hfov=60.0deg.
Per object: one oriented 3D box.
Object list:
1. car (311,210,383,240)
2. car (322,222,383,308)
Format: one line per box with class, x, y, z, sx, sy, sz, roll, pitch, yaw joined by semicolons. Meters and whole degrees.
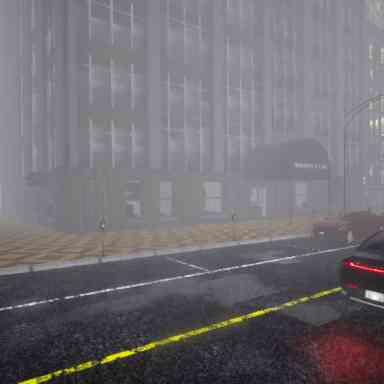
car;7.474;1.542;15.764;4.507;1.381;1.887;0;-1;-35
car;5.068;1.504;7.048;4.892;1.490;1.837;0;0;-35
